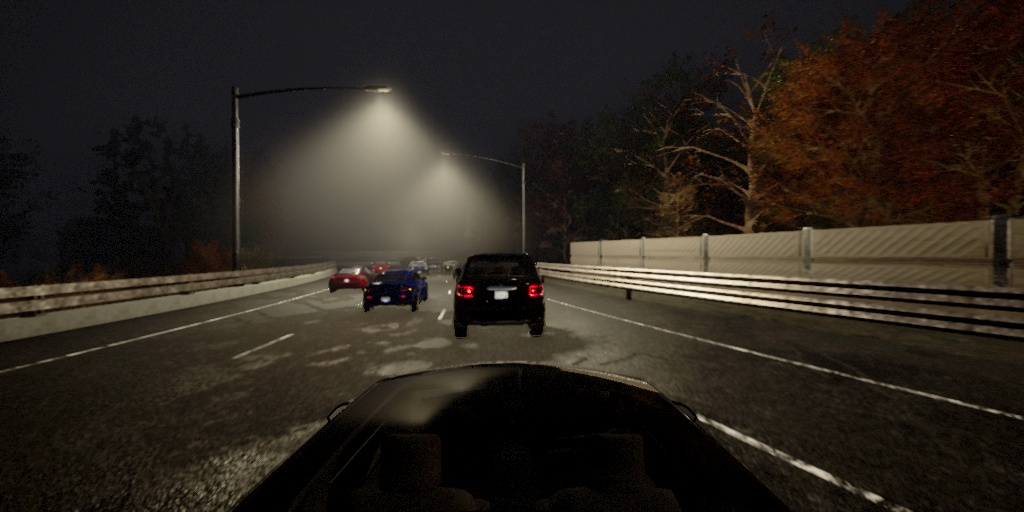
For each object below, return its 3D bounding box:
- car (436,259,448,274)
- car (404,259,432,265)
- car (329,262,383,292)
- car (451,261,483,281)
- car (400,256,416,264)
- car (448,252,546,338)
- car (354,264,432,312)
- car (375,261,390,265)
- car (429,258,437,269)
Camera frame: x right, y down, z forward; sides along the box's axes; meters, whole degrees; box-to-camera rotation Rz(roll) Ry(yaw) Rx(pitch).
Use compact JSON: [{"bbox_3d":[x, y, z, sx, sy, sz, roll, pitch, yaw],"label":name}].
[{"bbox_3d":[-6.647,1.185,38.536,1.895,1.301,4.718,0,0,-19],"label":"car"},{"bbox_3d":[-9.514,1.210,36.192,1.895,1.301,4.718,0,0,-19],"label":"car"},{"bbox_3d":[-9.012,1.253,20.735,1.994,1.385,4.181,0,0,-10],"label":"car"},{"bbox_3d":[-3.739,1.148,29.051,1.812,1.442,4.674,0,0,-16],"label":"car"},{"bbox_3d":[-17.319,0.866,60.400,2.097,1.767,4.553,0,0,-31],"label":"car"},{"bbox_3d":[-0.465,0.927,10.331,2.150,2.045,5.566,0,0,-5],"label":"car"},{"bbox_3d":[-4.389,1.230,13.965,1.812,1.442,4.674,0,0,-7],"label":"car"},{"bbox_3d":[-13.918,1.183,37.991,1.994,1.385,4.181,0,0,-21],"label":"car"},{"bbox_3d":[-10.990,1.055,48.847,1.837,1.490,4.892,0,1,-24],"label":"car"}]
